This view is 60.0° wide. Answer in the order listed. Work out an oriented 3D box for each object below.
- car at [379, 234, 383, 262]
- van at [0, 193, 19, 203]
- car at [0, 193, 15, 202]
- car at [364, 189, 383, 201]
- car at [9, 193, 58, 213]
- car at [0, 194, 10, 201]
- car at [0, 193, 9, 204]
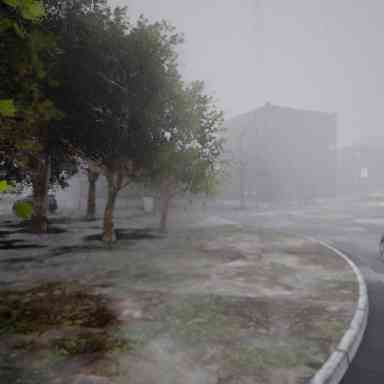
[{"bbox_3d":[6.712,1.553,9.207,2.128,1.511,4.902,0,0,16],"label":"car"},{"bbox_3d":[-37.868,1.180,67.748,4.442,1.987,1.878,0,0,-40],"label":"van"},{"bbox_3d":[-41.214,1.219,72.037,4.553,1.767,2.185,0,0,-40],"label":"car"},{"bbox_3d":[28.394,0.405,50.501,5.366,1.575,1.946,-4,2,-28],"label":"car"},{"bbox_3d":[-17.325,1.310,36.799,5.566,2.045,2.150,0,0,29],"label":"car"},{"bbox_3d":[-44.770,1.276,76.310,4.892,1.521,2.231,0,0,-40],"label":"car"},{"bbox_3d":[-35.905,1.306,65.599,4.553,1.767,2.185,0,0,-40],"label":"car"}]
